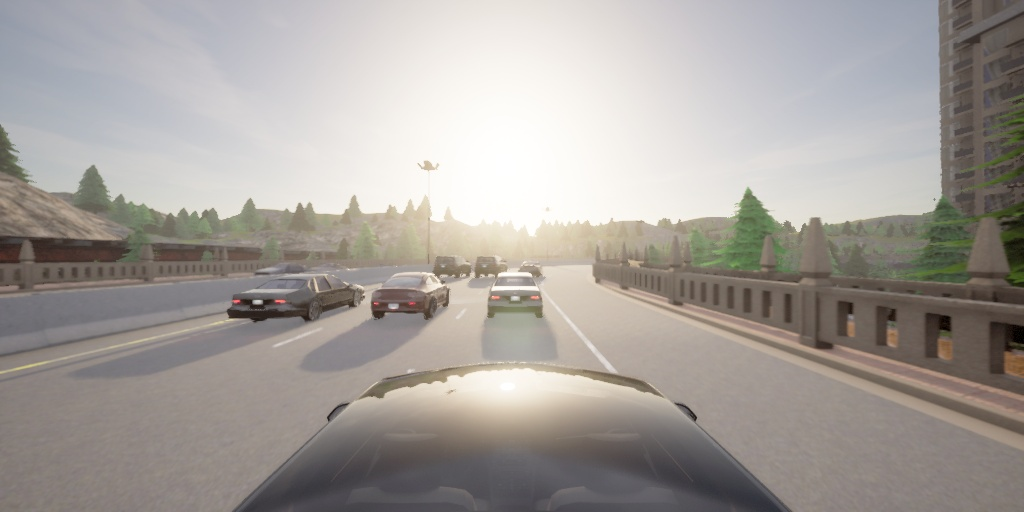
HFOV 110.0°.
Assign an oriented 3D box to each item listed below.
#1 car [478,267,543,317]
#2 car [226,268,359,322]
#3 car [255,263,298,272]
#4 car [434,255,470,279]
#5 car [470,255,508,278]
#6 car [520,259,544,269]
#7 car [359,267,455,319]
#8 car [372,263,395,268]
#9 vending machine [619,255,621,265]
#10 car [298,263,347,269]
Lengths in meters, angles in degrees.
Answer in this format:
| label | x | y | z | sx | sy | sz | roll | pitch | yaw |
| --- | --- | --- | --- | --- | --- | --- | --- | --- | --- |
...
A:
| label | x | y | z | sx | sy | sz | roll | pitch | yaw |
| --- | --- | --- | --- | --- | --- | --- | --- | --- | --- |
| car | 0.102 | 1.302 | 13.136 | 2.033 | 1.411 | 5.357 | 0 | 0 | 0 |
| car | -6.899 | 1.301 | 12.241 | 2.033 | 1.411 | 5.357 | 0 | 0 | 0 |
| car | -19.980 | 1.319 | 31.660 | 2.033 | 1.411 | 5.357 | 0 | 0 | 8 |
| car | -5.397 | 0.972 | 33.099 | 2.150 | 2.045 | 5.566 | 0 | 0 | 10 |
| car | -1.856 | 0.965 | 33.112 | 2.150 | 2.045 | 5.566 | 0 | 0 | 10 |
| car | 1.852 | 1.227 | 33.692 | 2.128 | 1.511 | 4.902 | 0 | 0 | 11 |
| car | -3.410 | 1.280 | 12.635 | 1.812 | 1.442 | 4.674 | 0 | 0 | 0 |
| car | -12.471 | 1.364 | 34.382 | 1.895 | 1.301 | 4.718 | 0 | 0 | 10 |
| vending machine | 15.777 | 0.856 | 51.164 | 1.100 | 2.100 | 0.880 | 0 | 0 | 26 |
| car | -16.345 | 1.332 | 31.835 | 1.994 | 1.385 | 4.181 | 0 | 0 | 9 |
